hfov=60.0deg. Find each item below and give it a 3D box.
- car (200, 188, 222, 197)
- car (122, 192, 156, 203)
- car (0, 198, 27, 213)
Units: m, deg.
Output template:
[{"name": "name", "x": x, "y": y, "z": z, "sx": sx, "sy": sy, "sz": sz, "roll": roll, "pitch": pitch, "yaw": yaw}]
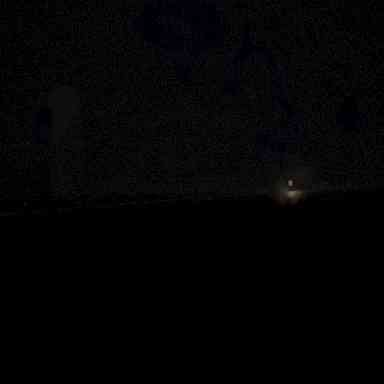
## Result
[{"name": "car", "x": 3.331, "y": 0.045, "z": 57.457, "sx": 1.837, "sy": 1.490, "sz": 4.892, "roll": -2, "pitch": 1, "yaw": 36}, {"name": "car", "x": -6.865, "y": 0.678, "z": 43.337, "sx": 1.895, "sy": 1.301, "sz": 4.718, "roll": -2, "pitch": 1, "yaw": 36}, {"name": "car", "x": -17.253, "y": 1.216, "z": 28.796, "sx": 2.033, "sy": 1.411, "sz": 5.357, "roll": -2, "pitch": 1, "yaw": 36}]
